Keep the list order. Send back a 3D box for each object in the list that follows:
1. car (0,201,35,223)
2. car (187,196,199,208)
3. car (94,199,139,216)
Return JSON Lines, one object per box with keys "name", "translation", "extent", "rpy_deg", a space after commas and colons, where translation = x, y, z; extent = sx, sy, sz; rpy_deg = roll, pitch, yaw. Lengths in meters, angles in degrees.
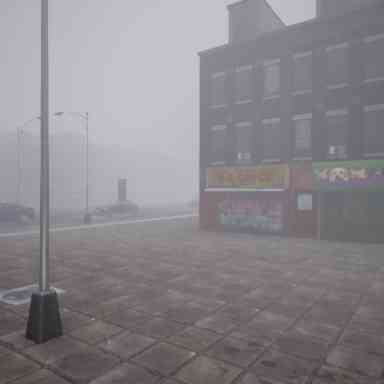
{"name": "car", "translation": [-13.405, 1.432, 22.769], "extent": [1.882, 1.535, 5.008], "rpy_deg": [0, 0, 35]}
{"name": "car", "translation": [1.302, 1.214, 43.631], "extent": [2.097, 1.767, 4.553], "rpy_deg": [0, 0, 35]}
{"name": "car", "translation": [-7.101, 1.439, 31.723], "extent": [1.812, 1.442, 4.674], "rpy_deg": [0, 0, 35]}
